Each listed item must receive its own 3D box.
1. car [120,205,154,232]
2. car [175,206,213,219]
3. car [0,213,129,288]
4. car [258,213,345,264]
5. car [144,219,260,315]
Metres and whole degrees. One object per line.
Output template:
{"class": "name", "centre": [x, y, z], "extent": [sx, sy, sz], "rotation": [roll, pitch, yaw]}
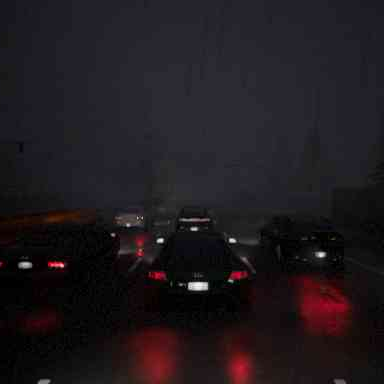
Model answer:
{"class": "car", "centre": [-3.395, 1.524, 20.005], "extent": [1.812, 1.442, 4.674], "rotation": [0, 0, 0]}
{"class": "car", "centre": [0.106, 1.490, 17.590], "extent": [2.128, 1.511, 4.902], "rotation": [0, 0, 0]}
{"class": "car", "centre": [-3.397, 1.547, 9.315], "extent": [2.033, 1.411, 5.357], "rotation": [0, 0, 0]}
{"class": "car", "centre": [3.602, 1.503, 11.725], "extent": [1.837, 1.490, 4.892], "rotation": [0, 0, 0]}
{"class": "car", "centre": [0.103, 1.563, 7.641], "extent": [1.994, 1.385, 4.181], "rotation": [0, 0, 0]}
